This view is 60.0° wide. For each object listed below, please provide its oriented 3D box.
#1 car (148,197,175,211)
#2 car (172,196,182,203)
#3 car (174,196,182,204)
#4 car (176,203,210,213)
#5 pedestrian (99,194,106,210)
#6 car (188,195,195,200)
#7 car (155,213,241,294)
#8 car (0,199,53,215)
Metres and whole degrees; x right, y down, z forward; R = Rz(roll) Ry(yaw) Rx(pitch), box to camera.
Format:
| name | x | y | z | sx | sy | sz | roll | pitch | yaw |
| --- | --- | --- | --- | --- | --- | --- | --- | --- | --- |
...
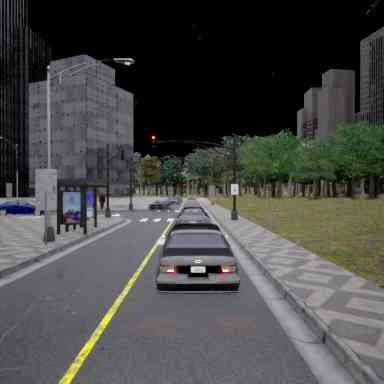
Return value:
| name | x | y | z | sx | sy | sz | roll | pitch | yaw |
| --- | --- | --- | --- | --- | --- | --- | --- | --- | --- |
| car | -3.676 | 1.565 | 39.256 | 1.895 | 1.301 | 4.718 | 0 | 0 | 9 |
| car | -3.078 | 1.475 | 69.389 | 1.994 | 1.385 | 4.181 | 0 | 0 | 0 |
| car | -3.125 | 1.503 | 55.507 | 1.994 | 1.385 | 4.181 | 0 | 0 | 0 |
| car | 0.071 | 1.554 | 19.217 | 1.994 | 1.385 | 4.181 | 0 | 0 | 0 |
| pedestrian | -10.108 | 1.051 | 37.285 | 0.375 | 1.860 | 0.375 | 0 | 0 | 1 |
| car | -0.153 | 1.470 | 86.414 | 1.895 | 1.301 | 4.718 | 0 | 0 | 0 |
| car | 0.094 | 1.545 | 8.939 | 2.033 | 1.411 | 5.357 | 0 | 0 | -1 |
| car | -15.658 | 1.426 | 31.180 | 5.008 | 1.535 | 1.882 | 0 | 0 | 0 |
